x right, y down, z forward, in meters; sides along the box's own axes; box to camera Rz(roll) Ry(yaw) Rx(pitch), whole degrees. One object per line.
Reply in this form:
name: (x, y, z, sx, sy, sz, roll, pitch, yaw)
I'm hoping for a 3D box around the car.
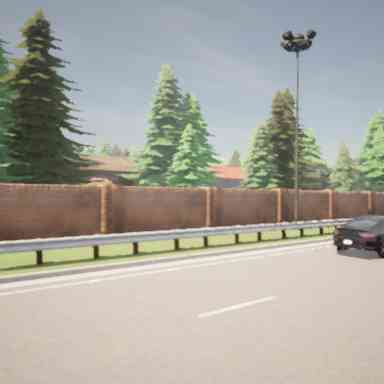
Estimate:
car: (7.539, 1.685, 13.454, 4.674, 1.442, 1.812, 1, 0, -36)
